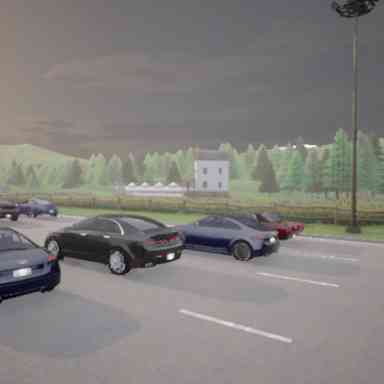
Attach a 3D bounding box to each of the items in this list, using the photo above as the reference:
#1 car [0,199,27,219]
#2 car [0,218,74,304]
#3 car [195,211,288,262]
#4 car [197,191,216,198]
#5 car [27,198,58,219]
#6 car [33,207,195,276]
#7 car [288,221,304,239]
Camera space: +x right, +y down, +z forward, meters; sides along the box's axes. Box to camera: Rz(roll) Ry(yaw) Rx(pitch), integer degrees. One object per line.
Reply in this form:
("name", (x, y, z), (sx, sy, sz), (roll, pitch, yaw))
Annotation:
("car", (-13.355, 1.203, 22.115), (4.892, 1.490, 1.837), (1, 1, 35))
("car", (-4.825, 1.460, 7.435), (4.181, 1.385, 1.994), (1, 1, 36))
("car", (0.961, 1.487, 11.905), (4.181, 1.385, 1.994), (1, 1, 36))
("car", (3.640, 0.652, 80.660), (4.605, 1.855, 1.932), (1, 1, 35))
("car", (-12.107, 1.212, 25.523), (4.674, 1.442, 1.812), (1, 1, 35))
("car", (-2.529, 1.405, 10.094), (4.892, 1.490, 1.837), (1, 1, 35))
("car", (2.454, 1.516, 15.139), (4.718, 1.301, 1.895), (1, 1, 35))
